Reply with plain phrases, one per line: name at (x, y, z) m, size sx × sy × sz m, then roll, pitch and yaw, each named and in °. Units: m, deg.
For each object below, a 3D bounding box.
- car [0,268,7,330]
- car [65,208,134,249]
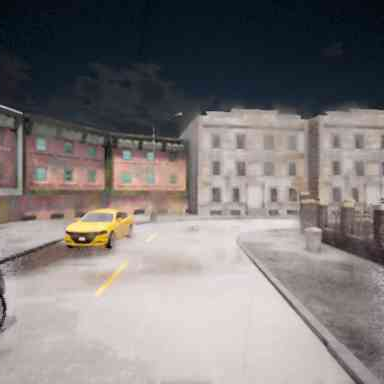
car at (-4.090, 1.367, 3.541) m, size 2.097 × 1.767 × 4.553 m, roll 0°, pitch 0°, yaw 0°
car at (-4.038, 1.544, 15.241) m, size 1.882 × 1.535 × 5.008 m, roll 0°, pitch 0°, yaw 4°
